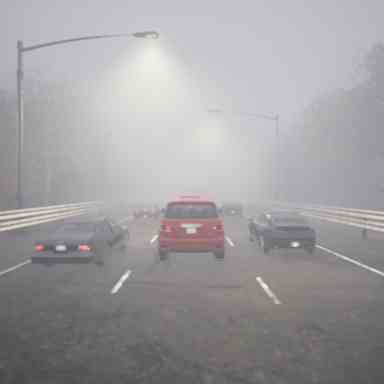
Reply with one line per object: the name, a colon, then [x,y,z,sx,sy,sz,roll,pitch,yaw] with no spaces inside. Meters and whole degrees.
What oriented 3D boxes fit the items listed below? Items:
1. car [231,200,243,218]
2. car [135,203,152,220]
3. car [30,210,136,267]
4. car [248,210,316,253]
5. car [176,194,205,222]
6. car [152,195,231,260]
car: [3.367,1.472,29.953,1.882,1.535,5.008,0,0,0]
car: [-3.627,1.596,28.009,1.895,1.301,4.718,0,0,0]
car: [-3.509,1.548,11.430,2.033,1.411,5.357,0,0,0]
car: [3.501,1.506,13.668,1.837,1.490,4.892,0,0,0]
car: [-0.128,1.219,27.544,2.150,2.045,5.566,0,0,0]
car: [-0.005,1.224,12.547,2.150,2.045,5.566,0,0,0]
